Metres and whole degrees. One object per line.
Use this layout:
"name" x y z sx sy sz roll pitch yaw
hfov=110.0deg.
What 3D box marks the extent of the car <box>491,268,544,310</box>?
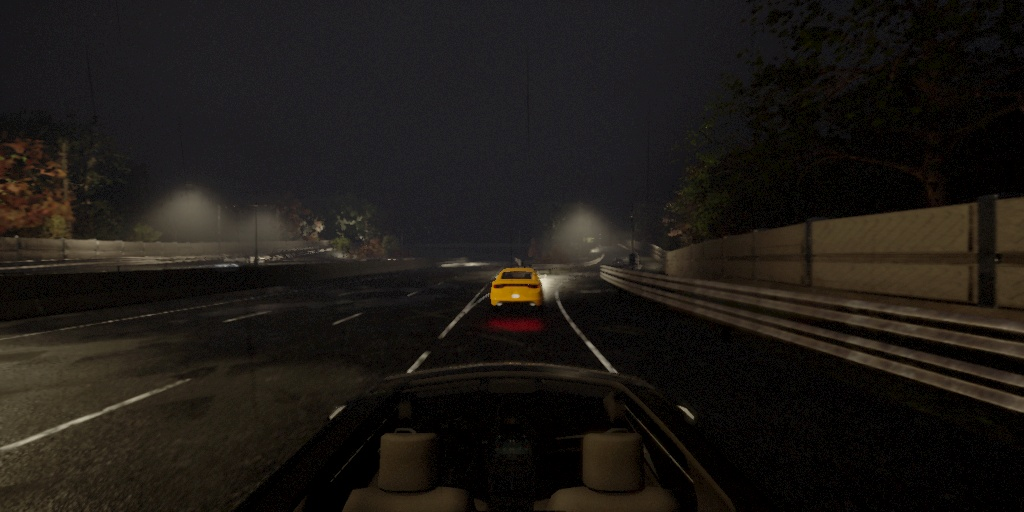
"car" 0.304 1.233 14.824 1.882 1.535 5.008 0 0 4
